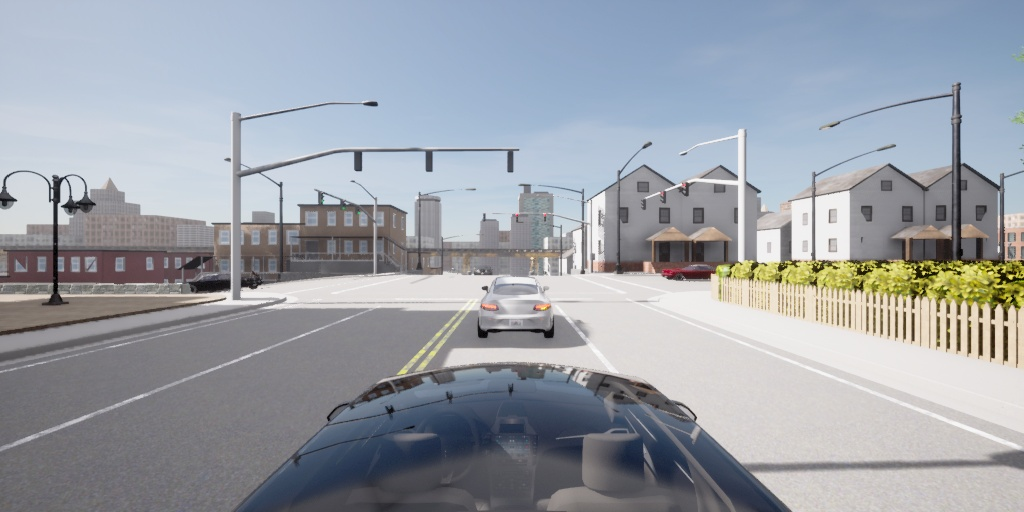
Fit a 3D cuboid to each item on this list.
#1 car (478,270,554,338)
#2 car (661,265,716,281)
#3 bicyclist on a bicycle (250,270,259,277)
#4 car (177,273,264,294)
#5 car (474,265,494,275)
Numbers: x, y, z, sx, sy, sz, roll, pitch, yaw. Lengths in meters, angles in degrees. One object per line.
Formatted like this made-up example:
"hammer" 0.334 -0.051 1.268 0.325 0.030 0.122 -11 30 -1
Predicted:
"car" 0.103 1.276 10.034 1.812 1.442 4.674 0 0 0
"car" 14.573 1.351 28.815 4.718 1.301 1.895 0 0 -1
"bicyclist on a bicycle" -25.562 2.214 35.616 0.582 1.620 1.656 -8 0 0
"car" -19.972 1.845 24.729 4.718 1.301 1.895 -4 0 -1
"car" -3.512 2.162 45.275 2.150 2.045 5.566 0 -9 0
